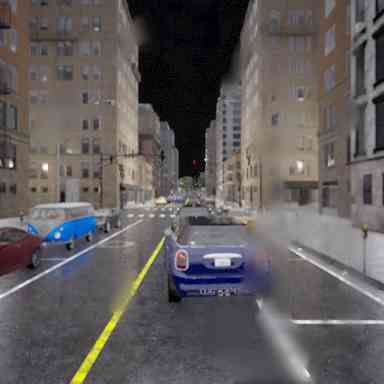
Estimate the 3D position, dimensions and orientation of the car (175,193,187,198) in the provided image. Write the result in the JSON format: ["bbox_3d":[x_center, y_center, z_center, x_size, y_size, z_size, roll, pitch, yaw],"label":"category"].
[{"bbox_3d":[-2.603,1.540,69.723,1.882,1.535,5.008,0,0,0],"label":"car"}]

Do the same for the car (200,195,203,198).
[{"bbox_3d":[2.758,1.635,57.375,1.802,1.307,4.206,0,0,0],"label":"car"}]

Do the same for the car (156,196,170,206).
[{"bbox_3d":[-5.267,1.578,57.221,1.752,1.417,4.829,0,0,0],"label":"car"}]

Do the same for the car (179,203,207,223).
[{"bbox_3d":[0.073,1.588,26.160,1.994,1.385,4.181,0,0,0],"label":"car"}]

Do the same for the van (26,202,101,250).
[{"bbox_3d":[-5.362,1.354,14.022,1.690,1.788,3.998,0,0,0],"label":"van"}]

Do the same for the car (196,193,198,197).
[{"bbox_3d":[2.819,1.388,85.784,2.192,1.841,5.009,0,0,0],"label":"car"}]

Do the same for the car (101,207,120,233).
[{"bbox_3d":[-5.349,1.569,19.428,2.008,1.369,4.403,0,0,0],"label":"car"}]

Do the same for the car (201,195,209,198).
[{"bbox_3d":[2.746,1.599,51.694,2.008,1.369,4.403,0,0,0],"label":"car"}]

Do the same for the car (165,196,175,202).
[{"bbox_3d":[-5.218,1.620,80.116,2.008,1.369,4.403,0,0,0],"label":"car"}]

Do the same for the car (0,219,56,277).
[{"bbox_3d":[-5.375,1.590,8.615,1.802,1.307,4.206,0,0,0],"label":"car"}]

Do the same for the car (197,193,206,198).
[{"bbox_3d":[2.794,1.505,74.421,1.967,1.590,4.097,0,0,0],"label":"car"}]

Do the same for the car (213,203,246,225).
[{"bbox_3d":[2.691,1.574,24.818,2.008,1.369,4.403,0,0,0],"label":"car"}]

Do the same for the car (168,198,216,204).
[{"bbox_3d":[0.113,1.367,16.499,2.097,1.767,4.553,0,0,0],"label":"car"}]

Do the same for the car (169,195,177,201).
[{"bbox_3d":[-5.194,1.517,91.478,1.967,1.590,4.097,0,0,0],"label":"car"}]

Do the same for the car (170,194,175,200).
[{"bbox_3d":[-5.243,1.627,68.753,1.947,1.339,4.313,0,0,0],"label":"car"}]

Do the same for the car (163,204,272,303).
[{"bbox_3d":[0.369,1.360,8.457,2.097,1.767,4.553,0,0,-6],"label":"car"}]
